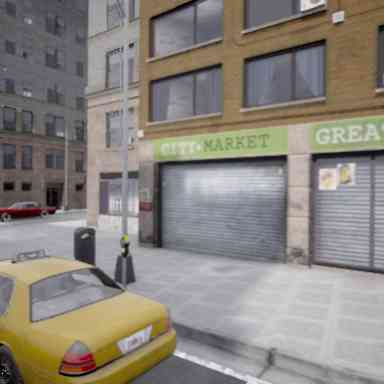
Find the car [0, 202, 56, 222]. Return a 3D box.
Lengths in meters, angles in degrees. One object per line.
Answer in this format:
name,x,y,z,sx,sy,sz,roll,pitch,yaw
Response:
car,-12.953,1.445,25.305,1.895,1.301,4.718,1,1,34

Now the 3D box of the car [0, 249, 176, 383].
car,-2.473,1.524,4.848,4.829,1.417,1.752,0,1,36
